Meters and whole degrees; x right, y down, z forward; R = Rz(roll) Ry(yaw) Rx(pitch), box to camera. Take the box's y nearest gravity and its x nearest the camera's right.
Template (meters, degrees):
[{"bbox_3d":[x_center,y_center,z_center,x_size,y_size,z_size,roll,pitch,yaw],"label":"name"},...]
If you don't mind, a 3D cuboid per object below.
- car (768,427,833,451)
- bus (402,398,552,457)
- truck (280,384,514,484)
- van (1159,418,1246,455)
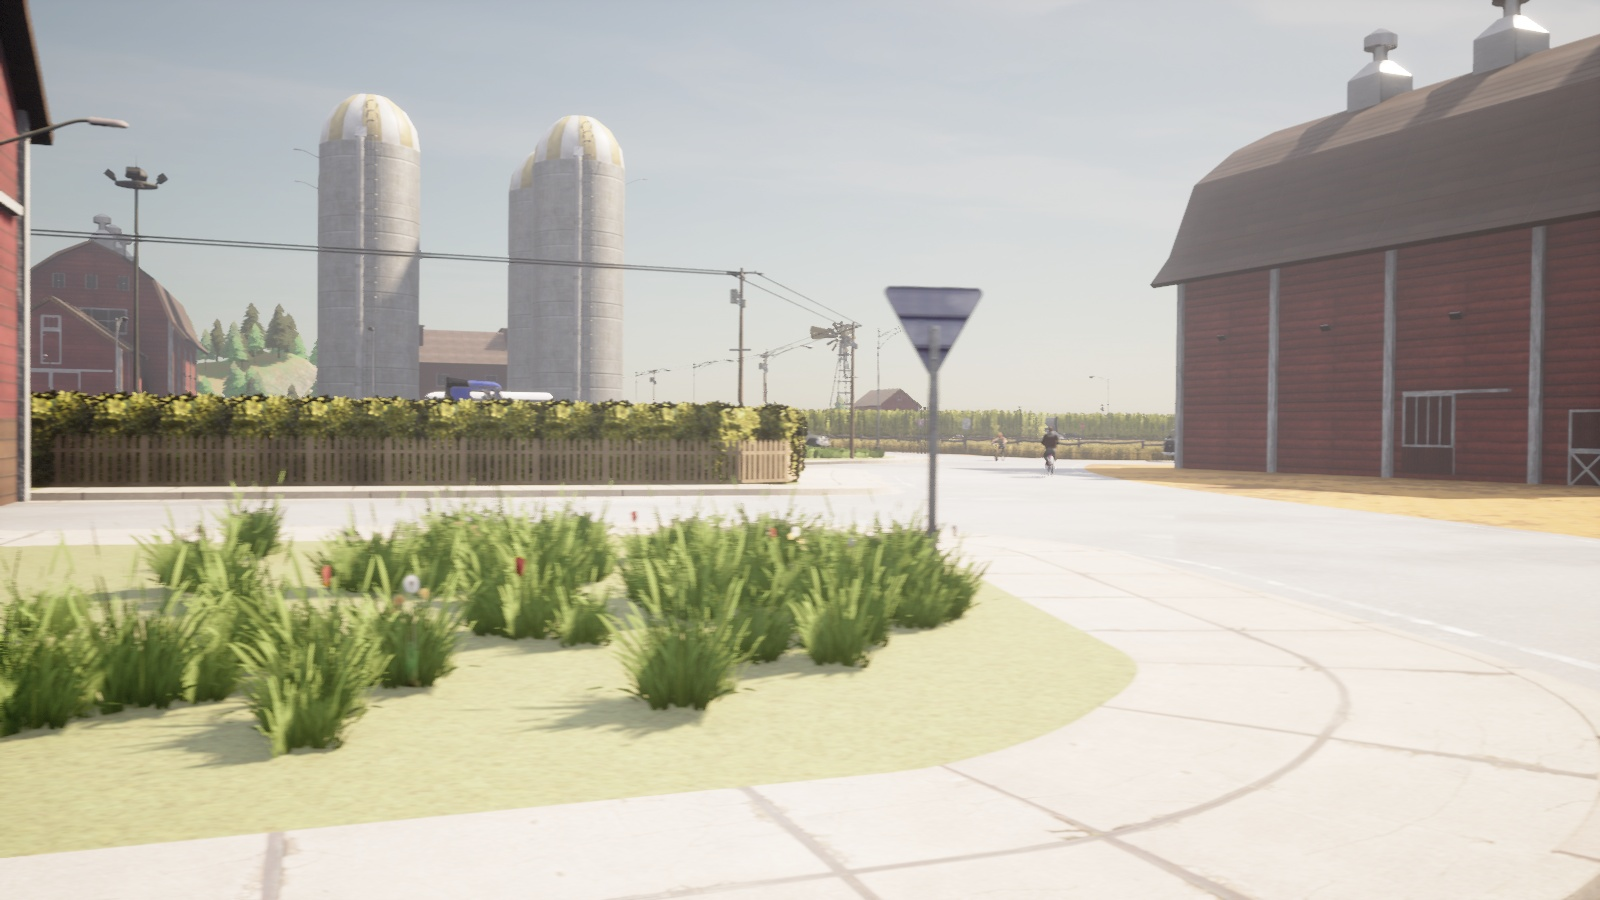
[{"bbox_3d":[0.060,-0.826,96.052,4.605,1.855,1.932,0,0,27],"label":"car"},{"bbox_3d":[-24.030,-1.710,93.384,10.273,4.253,3.944,-1,1,-22],"label":"bus"},{"bbox_3d":[-14.861,-0.644,46.432,7.936,3.462,2.891,-1,1,-21],"label":"truck"},{"bbox_3d":[23.508,-0.804,73.391,4.480,2.038,2.069,-1,1,-18],"label":"van"}]
